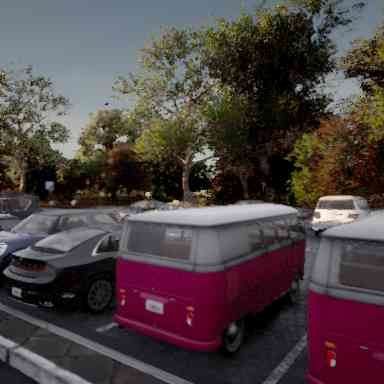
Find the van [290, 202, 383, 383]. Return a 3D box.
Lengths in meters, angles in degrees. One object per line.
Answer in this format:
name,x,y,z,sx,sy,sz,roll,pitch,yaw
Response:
van,3.045,1.269,4.530,1.878,1.987,4.442,1,0,35

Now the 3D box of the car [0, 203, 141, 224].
car,-3.855,1.305,9.338,2.185,1.767,4.553,1,0,35

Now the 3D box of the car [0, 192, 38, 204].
car,-8.456,1.136,12.541,2.435,2.045,5.566,1,0,35

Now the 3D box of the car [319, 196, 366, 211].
car,7.884,1.219,17.033,2.435,2.045,5.566,1,0,35

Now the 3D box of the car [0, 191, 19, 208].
car,-24.001,0.920,39.668,2.435,2.045,5.566,1,0,35

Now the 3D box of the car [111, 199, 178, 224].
car,-3.437,1.365,25.066,2.231,1.521,4.892,1,0,35

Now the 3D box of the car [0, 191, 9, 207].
car,-26.170,0.899,41.211,2.435,2.045,5.566,1,0,35

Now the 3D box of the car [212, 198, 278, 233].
car,3.361,1.302,20.256,2.185,1.767,4.553,1,0,35

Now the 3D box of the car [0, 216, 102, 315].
car,-1.595,1.453,7.683,2.231,1.521,4.892,1,0,35

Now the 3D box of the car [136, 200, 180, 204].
car,-1.286,1.382,23.300,1.946,1.575,5.366,1,0,35

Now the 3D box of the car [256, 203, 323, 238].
car,5.588,1.479,18.598,2.163,1.488,4.792,1,0,35

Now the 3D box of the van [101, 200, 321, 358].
van,0.762,1.248,6.156,1.878,1.987,4.442,1,0,35
